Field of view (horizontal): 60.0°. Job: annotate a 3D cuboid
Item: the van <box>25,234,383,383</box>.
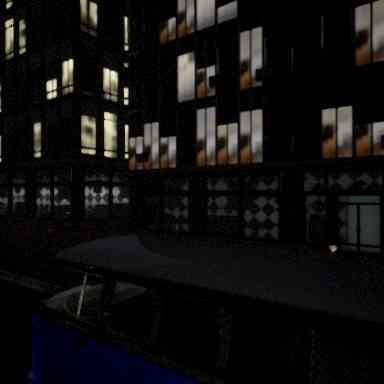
[{"bbox_3d":[0.326,1.340,2.648,3.998,1.788,1.690,0,0,36],"label":"van"}]
